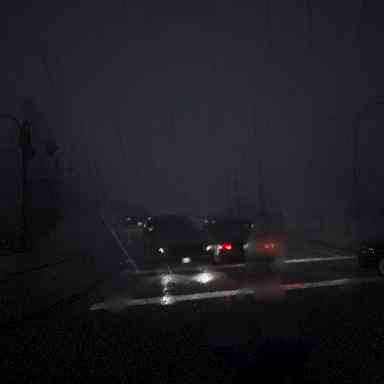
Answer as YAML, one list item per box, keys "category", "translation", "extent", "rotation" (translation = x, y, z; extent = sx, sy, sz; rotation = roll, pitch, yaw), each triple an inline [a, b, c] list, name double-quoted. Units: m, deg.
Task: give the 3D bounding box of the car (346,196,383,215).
- category: "car"
  translation: [15.535, 1.355, 29.286]
  extent: [1.970, 1.475, 3.806]
  rotation: [0, 0, -17]

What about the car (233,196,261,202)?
- category: "car"
  translation: [7.246, 1.287, 46.218]
  extent: [2.007, 1.523, 4.514]
  rotation: [0, 0, -17]

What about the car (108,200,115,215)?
- category: "car"
  translation: [-7.509, 1.511, 33.887]
  extent: [2.033, 1.411, 5.357]
  rotation: [0, 0, -17]

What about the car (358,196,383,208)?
- category: "car"
  translation: [23.800, 1.273, 43.299]
  extent: [1.845, 1.501, 3.633]
  rotation: [0, 0, -17]

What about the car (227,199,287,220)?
- category: "car"
  translation: [3.084, 1.468, 18.835]
  extent: [5.357, 1.411, 2.033]
  rotation: [-4, 3, -39]

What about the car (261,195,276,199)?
- category: "car"
  translation: [10.231, 1.277, 47.183]
  extent: [2.152, 1.636, 5.027]
  rotation: [0, 0, -17]

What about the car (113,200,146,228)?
- category: "car"
  translation: [-3.924, 1.526, 22.475]
  extent: [2.033, 1.411, 5.357]
  rotation: [0, 0, -18]

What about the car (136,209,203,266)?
- category: "car"
  translation: [-0.741, 1.541, 11.989]
  extent: [2.033, 1.411, 5.357]
  rotation: [0, 0, -13]

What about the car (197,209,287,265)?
- category: "car"
  translation: [1.436, 1.543, 11.617]
  extent: [2.033, 1.411, 5.357]
  rotation: [0, 0, -2]

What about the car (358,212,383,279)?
- category: "car"
  translation: [6.786, 1.475, 8.007]
  extent: [5.008, 1.535, 1.882]
  rotation: [0, 0, 36]
